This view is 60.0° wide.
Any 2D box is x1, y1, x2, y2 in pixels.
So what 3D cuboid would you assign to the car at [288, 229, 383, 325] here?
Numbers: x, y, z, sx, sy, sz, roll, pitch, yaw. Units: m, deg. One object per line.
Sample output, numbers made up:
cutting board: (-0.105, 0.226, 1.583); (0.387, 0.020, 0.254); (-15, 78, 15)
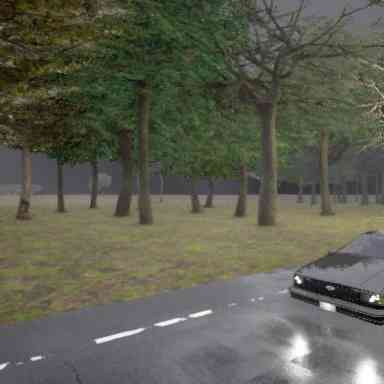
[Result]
car: (4.458, 1.556, 7.168); (5.357, 1.411, 2.033); (0, 0, -36)
